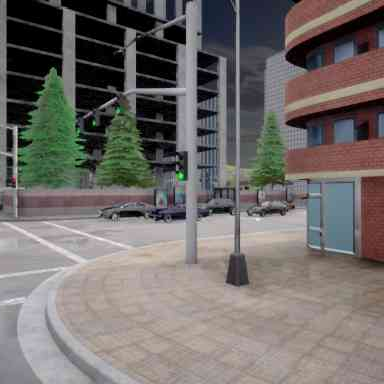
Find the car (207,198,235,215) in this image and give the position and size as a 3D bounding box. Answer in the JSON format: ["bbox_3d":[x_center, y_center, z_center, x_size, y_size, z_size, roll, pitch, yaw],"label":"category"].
[{"bbox_3d":[2.198,1.407,32.882,4.553,1.767,2.097,0,0,-35],"label":"car"}]

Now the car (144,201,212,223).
[{"bbox_3d":[-1.025,1.656,26.315,4.718,1.301,1.895,0,0,-35],"label":"car"}]

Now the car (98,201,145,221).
[{"bbox_3d":[-5.288,1.547,27.587,4.902,1.511,2.128,0,0,-35],"label":"car"}]

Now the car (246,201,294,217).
[{"bbox_3d":[7.355,1.581,32.239,4.674,1.442,1.812,0,0,-35],"label":"car"}]
